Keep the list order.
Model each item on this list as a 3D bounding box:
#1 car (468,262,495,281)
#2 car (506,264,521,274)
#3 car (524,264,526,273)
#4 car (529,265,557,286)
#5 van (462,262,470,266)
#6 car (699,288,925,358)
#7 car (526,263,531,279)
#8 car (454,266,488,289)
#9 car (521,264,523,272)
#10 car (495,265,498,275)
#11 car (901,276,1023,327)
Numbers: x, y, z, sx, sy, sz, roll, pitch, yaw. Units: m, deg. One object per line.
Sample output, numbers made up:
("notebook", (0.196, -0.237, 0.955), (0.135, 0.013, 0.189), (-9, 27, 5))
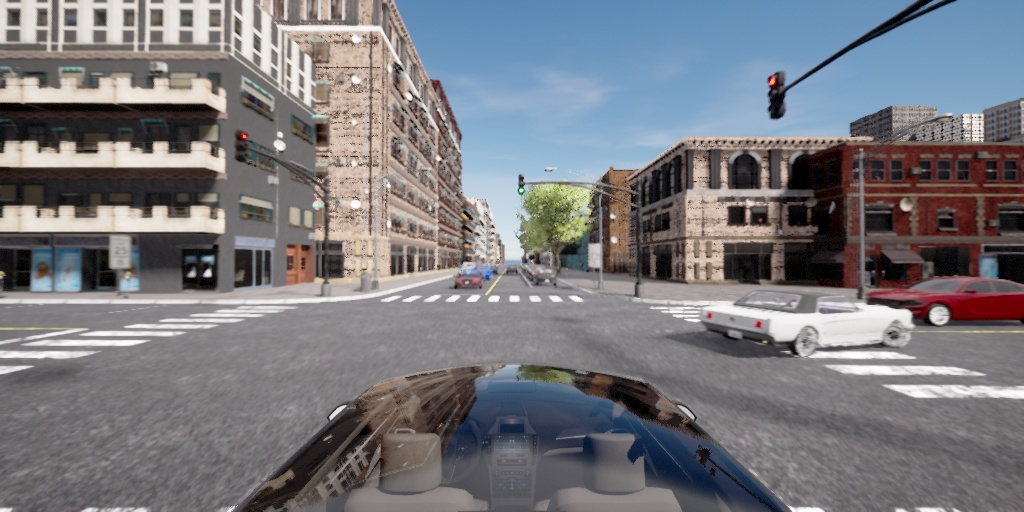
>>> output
("car", (-3.074, 1.714, 37.046), (1.882, 1.535, 5.008), (0, -1, 0))
("car", (0.011, 2.059, 56.007), (2.033, 1.411, 5.357), (0, -1, 0))
("car", (2.698, 1.734, 41.039), (1.967, 1.591, 4.097), (0, 0, 0))
("car", (2.696, 1.682, 29.647), (2.007, 1.370, 4.403), (0, 0, 0))
("van", (-5.681, 1.716, 46.739), (1.690, 1.789, 3.998), (0, 0, 0))
("car", (7.045, 1.469, 8.576), (4.718, 1.301, 1.895), (1, -1, -17))
("car", (2.697, 1.652, 35.343), (1.967, 1.591, 4.097), (0, 0, 0))
("car", (-3.077, 1.652, 26.603), (1.994, 1.385, 4.181), (0, -1, 0))
("car", (2.702, 2.094, 58.127), (2.007, 1.370, 4.403), (0, 0, 0))
("car", (-3.034, 1.951, 52.495), (2.128, 1.511, 4.902), (0, -1, 1))
("car", (14.745, 1.431, 11.954), (5.008, 1.535, 1.882), (0, -1, 0))
